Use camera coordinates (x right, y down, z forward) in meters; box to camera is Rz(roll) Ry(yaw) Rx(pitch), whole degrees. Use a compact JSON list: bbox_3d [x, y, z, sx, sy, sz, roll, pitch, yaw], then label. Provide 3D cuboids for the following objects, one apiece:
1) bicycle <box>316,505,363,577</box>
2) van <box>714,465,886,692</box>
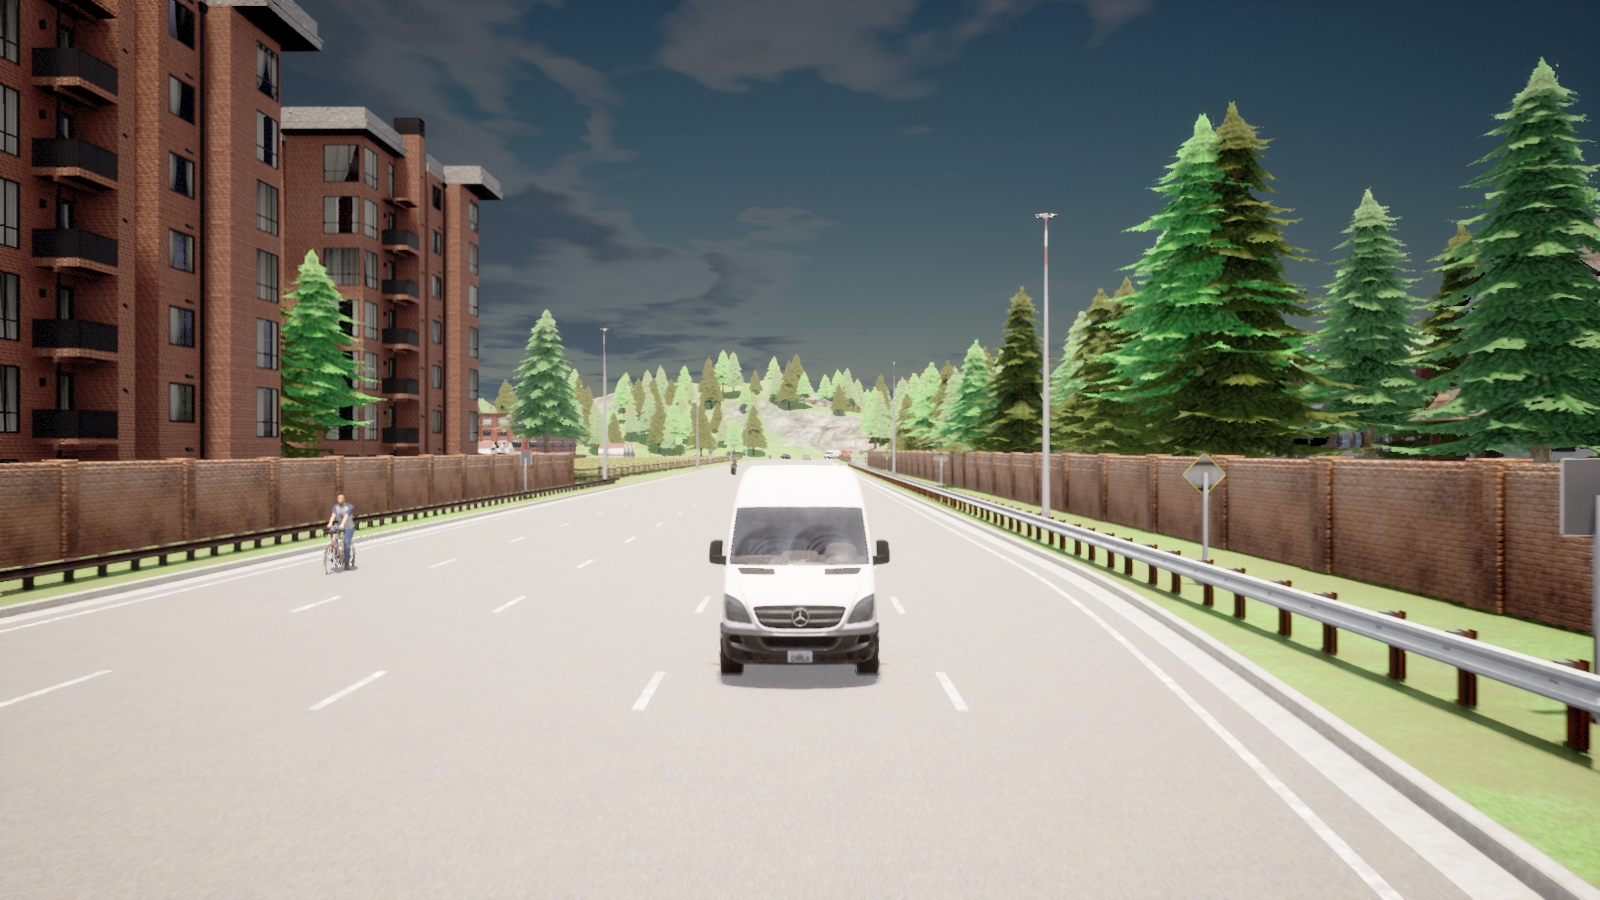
[{"bbox_3d":[-10.445,2.036,25.942,0.373,1.496,1.643,0,0,1],"label":"bicycle"},{"bbox_3d":[-0.001,1.522,16.123,1.988,2.561,5.915,0,0,0],"label":"van"}]
